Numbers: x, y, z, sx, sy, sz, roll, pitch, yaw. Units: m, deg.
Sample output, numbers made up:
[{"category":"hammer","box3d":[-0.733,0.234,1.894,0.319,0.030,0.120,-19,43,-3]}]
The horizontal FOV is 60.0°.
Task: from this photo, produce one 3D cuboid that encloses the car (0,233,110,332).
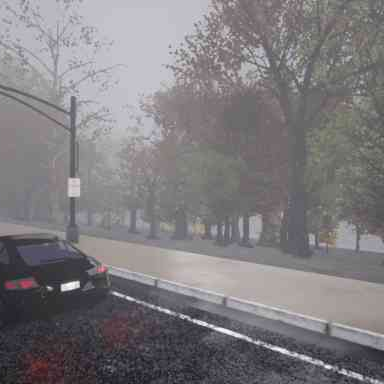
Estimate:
[{"category":"car","box3d":[-3.560,1.562,6.964,4.181,1.385,1.994,0,0,42]}]
